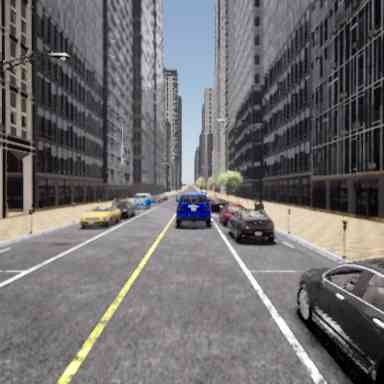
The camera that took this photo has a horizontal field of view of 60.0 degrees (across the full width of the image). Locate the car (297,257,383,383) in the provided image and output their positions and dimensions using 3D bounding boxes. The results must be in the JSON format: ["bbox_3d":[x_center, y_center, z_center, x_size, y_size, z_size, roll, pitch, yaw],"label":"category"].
[{"bbox_3d":[2.686,1.521,4.247,2.008,1.369,4.403,0,0,0],"label":"car"}]

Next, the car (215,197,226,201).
[{"bbox_3d":[2.684,1.326,32.732,1.947,1.339,4.313,0,0,0],"label":"car"}]

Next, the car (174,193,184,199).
[{"bbox_3d":[-3.008,0.870,75.666,2.033,1.411,5.357,0,1,0],"label":"car"}]

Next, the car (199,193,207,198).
[{"bbox_3d":[2.680,0.906,84.006,1.802,1.307,4.206,0,1,0],"label":"car"}]

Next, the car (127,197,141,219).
[{"bbox_3d":[-5.695,1.369,27.035,1.947,1.339,4.313,0,0,0],"label":"car"}]

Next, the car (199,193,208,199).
[{"bbox_3d":[2.681,0.959,78.310,1.802,1.307,4.206,0,1,0],"label":"car"}]

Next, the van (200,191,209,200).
[{"bbox_3d":[2.681,0.770,72.610,1.690,1.788,3.998,0,1,0],"label":"van"}]

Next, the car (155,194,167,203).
[{"bbox_3d":[-5.698,1.128,55.521,2.008,1.369,4.403,0,0,0],"label":"car"}]

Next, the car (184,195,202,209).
[{"bbox_3d":[0.095,1.184,41.570,2.128,1.511,4.902,0,1,0],"label":"car"}]

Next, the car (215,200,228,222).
[{"bbox_3d":[2.685,1.429,21.339,1.802,1.307,4.206,0,0,0],"label":"car"}]

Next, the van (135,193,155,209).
[{"bbox_3d":[-5.697,1.057,38.428,1.690,1.788,3.998,0,0,0],"label":"van"}]

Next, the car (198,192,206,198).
[{"bbox_3d":[2.679,0.795,89.872,1.752,1.417,4.829,0,1,0],"label":"car"}]

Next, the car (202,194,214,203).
[{"bbox_3d":[2.682,1.102,55.690,1.752,1.417,4.829,0,0,0],"label":"car"}]

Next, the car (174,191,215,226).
[{"bbox_3d":[0.098,1.065,22.109,2.150,2.045,5.566,0,1,0],"label":"car"}]

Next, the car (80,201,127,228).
[{"bbox_3d":[-5.695,1.373,21.168,1.752,1.417,4.829,0,0,0],"label":"car"}]

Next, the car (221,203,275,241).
[{"bbox_3d":[2.685,1.439,15.642,2.008,1.369,4.403,0,0,0],"label":"car"}]

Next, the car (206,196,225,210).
[{"bbox_3d":[2.684,1.261,38.430,1.887,1.381,4.507,0,0,0],"label":"car"}]
